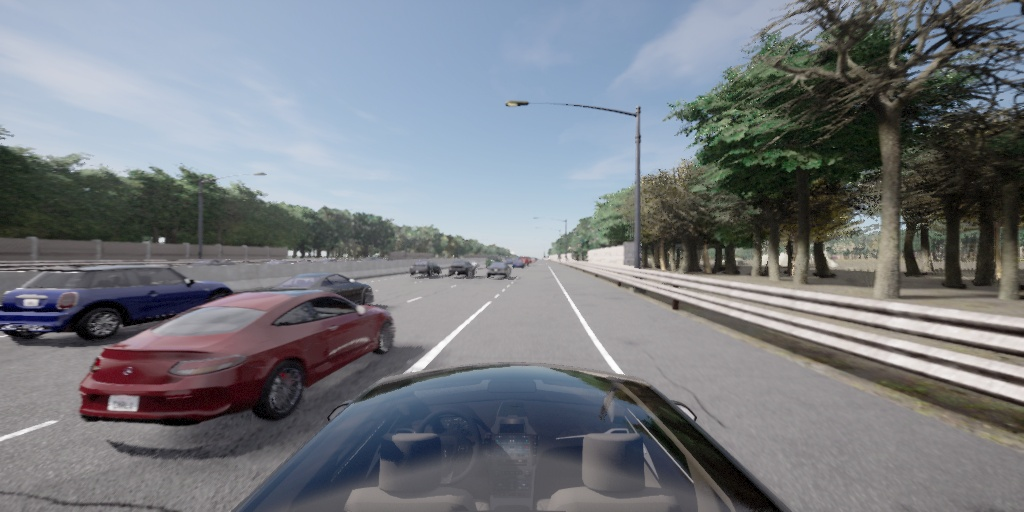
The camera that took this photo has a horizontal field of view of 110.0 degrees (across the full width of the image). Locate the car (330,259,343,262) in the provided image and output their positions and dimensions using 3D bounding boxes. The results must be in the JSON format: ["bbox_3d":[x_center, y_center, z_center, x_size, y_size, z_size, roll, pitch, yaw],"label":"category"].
[{"bbox_3d":[-27.523,1.106,54.075,2.033,1.411,5.357,0,0,5],"label":"car"}]

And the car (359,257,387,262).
[{"bbox_3d":[-17.619,1.113,47.425,2.128,1.511,4.902,0,0,5],"label":"car"}]

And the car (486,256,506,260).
[{"bbox_3d":[-2.781,0.959,55.853,2.150,2.045,5.566,0,0,5],"label":"car"}]

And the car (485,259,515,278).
[{"bbox_3d":[-1.169,1.284,33.519,2.033,1.411,5.357,0,0,5],"label":"car"}]

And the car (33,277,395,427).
[{"bbox_3d":[-3.536,1.250,5.737,1.812,1.442,4.674,0,0,5],"label":"car"}]

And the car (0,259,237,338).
[{"bbox_3d":[-10.207,1.028,9.867,2.097,1.767,4.553,0,0,5],"label":"car"}]

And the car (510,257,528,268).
[{"bbox_3d":[1.207,1.343,61.479,1.994,1.385,4.181,0,0,5],"label":"car"}]

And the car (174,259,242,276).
[{"bbox_3d":[-29.235,1.033,34.769,2.128,1.511,4.902,0,0,5],"label":"car"}]

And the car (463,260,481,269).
[{"bbox_3d":[-6.274,1.314,56.111,1.895,1.301,4.718,0,0,5],"label":"car"}]

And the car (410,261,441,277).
[{"bbox_3d":[-8.145,1.180,34.121,2.128,1.511,4.902,0,0,5],"label":"car"}]

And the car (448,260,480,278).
[{"bbox_3d":[-4.657,1.219,33.822,1.837,1.490,4.892,0,0,5],"label":"car"}]

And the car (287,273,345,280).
[{"bbox_3d":[-6.488,1.267,12.302,1.994,1.385,4.181,0,0,5],"label":"car"}]

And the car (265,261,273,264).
[{"bbox_3d":[-22.262,1.137,34.231,2.033,1.411,5.357,0,0,5],"label":"car"}]

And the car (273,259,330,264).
[{"bbox_3d":[-18.906,1.177,32.489,1.994,1.385,4.181,0,0,5],"label":"car"}]
